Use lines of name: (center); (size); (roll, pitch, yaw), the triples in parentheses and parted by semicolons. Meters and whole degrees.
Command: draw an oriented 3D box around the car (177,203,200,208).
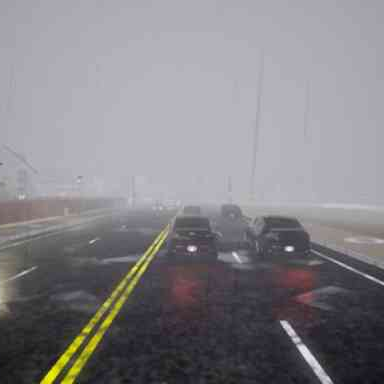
car: (0.004, 1.834, 27.528); (2.033, 1.411, 5.357); (0, -1, 0)

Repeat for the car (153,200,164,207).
car: (-6.512, 2.257, 65.332); (2.033, 1.411, 5.357); (0, -1, 0)

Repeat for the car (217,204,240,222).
car: (3.271, 1.782, 29.258); (1.882, 1.535, 5.008); (0, 0, 0)

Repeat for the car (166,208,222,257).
car: (0.015, 1.646, 13.524); (1.837, 1.490, 4.892); (0, 0, 0)

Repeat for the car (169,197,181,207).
car: (-3.262, 1.935, 65.347); (2.150, 2.045, 5.566); (0, -1, 0)

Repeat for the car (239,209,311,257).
car: (3.265, 1.646, 13.508); (1.837, 1.490, 4.892); (0, 0, 0)
